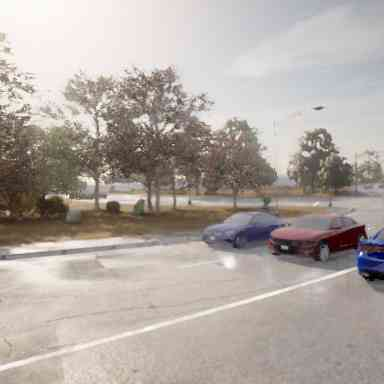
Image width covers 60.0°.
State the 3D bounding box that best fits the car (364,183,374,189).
[{"bbox_3d":[44.852,-1.477,84.458,1.812,1.442,4.674,-2,2,23],"label":"car"}]

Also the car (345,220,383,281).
[{"bbox_3d":[6.350,1.560,9.106,5.008,1.535,1.882,0,-1,-40],"label":"car"}]

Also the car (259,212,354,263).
[{"bbox_3d":[4.947,1.589,12.772,5.008,1.535,1.882,0,0,-42],"label":"car"}]

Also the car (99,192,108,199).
[{"bbox_3d":[-18.427,0.554,63.928,4.718,1.301,1.895,2,3,26],"label":"car"}]

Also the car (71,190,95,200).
[{"bbox_3d":[-20.017,0.464,60.800,4.553,1.767,2.097,2,3,26],"label":"car"}]

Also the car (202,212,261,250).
[{"bbox_3d":[2.563,1.658,15.310,4.674,1.442,1.812,0,-1,-42],"label":"car"}]
